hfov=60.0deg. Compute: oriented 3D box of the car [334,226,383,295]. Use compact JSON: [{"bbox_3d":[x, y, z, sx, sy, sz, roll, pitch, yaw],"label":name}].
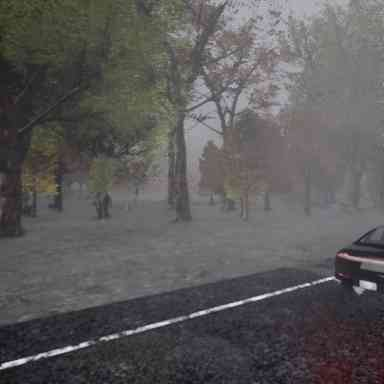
[{"bbox_3d":[5.163,1.468,7.432,4.902,1.511,2.128,0,0,-35],"label":"car"}]
